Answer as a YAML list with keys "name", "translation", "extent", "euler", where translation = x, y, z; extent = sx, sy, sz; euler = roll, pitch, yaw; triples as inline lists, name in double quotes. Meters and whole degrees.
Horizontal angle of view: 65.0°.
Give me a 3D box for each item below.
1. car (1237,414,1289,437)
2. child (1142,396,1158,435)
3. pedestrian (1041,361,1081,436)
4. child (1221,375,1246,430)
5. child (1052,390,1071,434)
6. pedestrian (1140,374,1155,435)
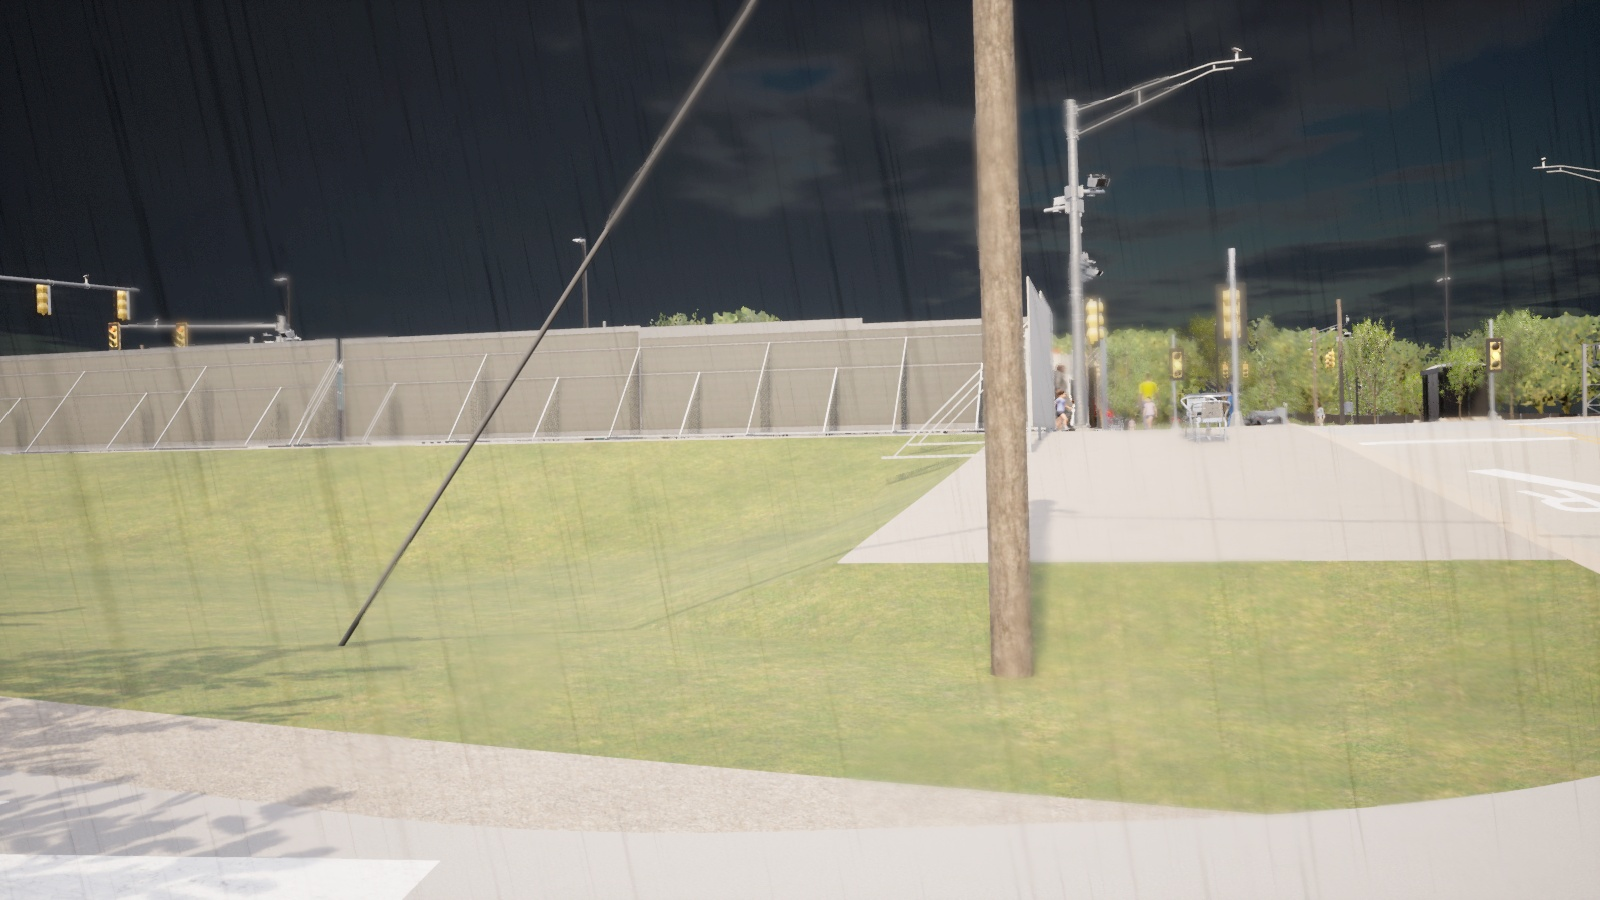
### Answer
- name: "car"
  translation: [31.366, -1.672, 85.204]
  extent: [2.163, 1.488, 4.792]
  euler: [-1, 1, 7]
- name: "child"
  translation: [9.919, -0.976, 35.591]
  extent: [0.255, 1.110, 0.394]
  euler: [-1, 0, 44]
- name: "pedestrian"
  translation: [6.906, -1.356, 33.214]
  extent: [0.873, 1.952, 0.659]
  euler: [-1, 0, -1]
- name: "child"
  translation: [10.041, -1.090, 29.094]
  extent: [0.437, 1.263, 0.270]
  euler: [-1, 0, -5]
- name: "child"
  translation: [6.714, -0.972, 32.217]
  extent: [0.394, 1.110, 0.255]
  euler: [-1, 0, 36]
- name: "pedestrian"
  translation: [10.569, -1.374, 38.158]
  extent: [0.354, 1.836, 0.706]
  euler: [-1, 0, 19]
